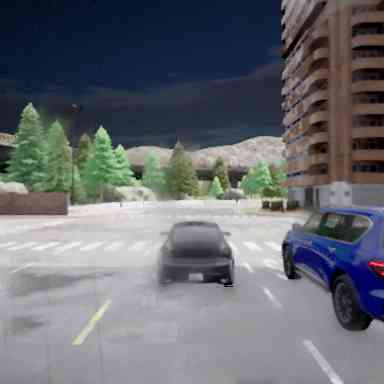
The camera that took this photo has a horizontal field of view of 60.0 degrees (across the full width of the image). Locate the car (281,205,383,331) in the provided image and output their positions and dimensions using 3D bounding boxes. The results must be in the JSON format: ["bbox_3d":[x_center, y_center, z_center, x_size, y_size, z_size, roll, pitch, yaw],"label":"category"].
[{"bbox_3d":[3.591,1.288,7.130,2.150,2.045,5.566,0,-1,0],"label":"car"}]

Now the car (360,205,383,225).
[{"bbox_3d":[16.460,1.806,26.766,4.892,1.490,1.837,0,-1,0],"label":"car"}]

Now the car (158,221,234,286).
[{"bbox_3d":[0.097,1.597,9.641,1.837,1.490,4.892,0,0,0],"label":"car"}]
